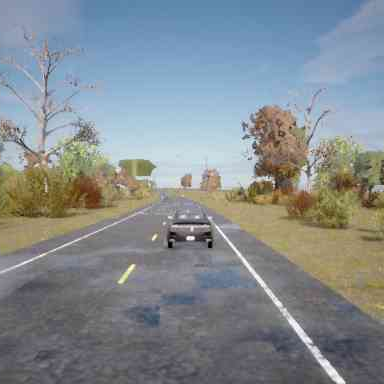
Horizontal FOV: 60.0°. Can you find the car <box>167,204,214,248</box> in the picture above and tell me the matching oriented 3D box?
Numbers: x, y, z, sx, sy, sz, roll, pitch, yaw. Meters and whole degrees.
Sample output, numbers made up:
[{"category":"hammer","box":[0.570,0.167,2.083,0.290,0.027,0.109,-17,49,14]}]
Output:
[{"category":"car","box":[-0.082,1.493,14.703,2.128,1.511,4.902,0,0,-1]}]

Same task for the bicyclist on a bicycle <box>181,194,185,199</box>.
[{"category":"bicyclist on a bicycle","box":[-2.358,1.411,95.350,0.866,1.612,1.509,0,0,-4]}]

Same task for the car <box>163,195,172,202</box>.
[{"category":"car","box":[-5.648,1.483,76.621,1.837,1.490,4.892,0,0,-3]}]

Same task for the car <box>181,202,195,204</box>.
[{"category":"car","box":[-0.327,1.570,29.721,1.994,1.385,4.181,0,0,-1]}]
